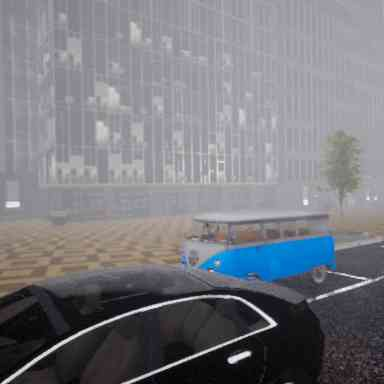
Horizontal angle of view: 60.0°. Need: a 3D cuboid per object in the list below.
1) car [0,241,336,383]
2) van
[{"bbox_3d":[-0.882,1.503,2.739,4.892,1.490,1.837,0,0,-35],"label":"car"},{"bbox_3d":[1.623,1.320,7.734,3.998,1.788,1.690,0,-1,-35],"label":"van"}]
